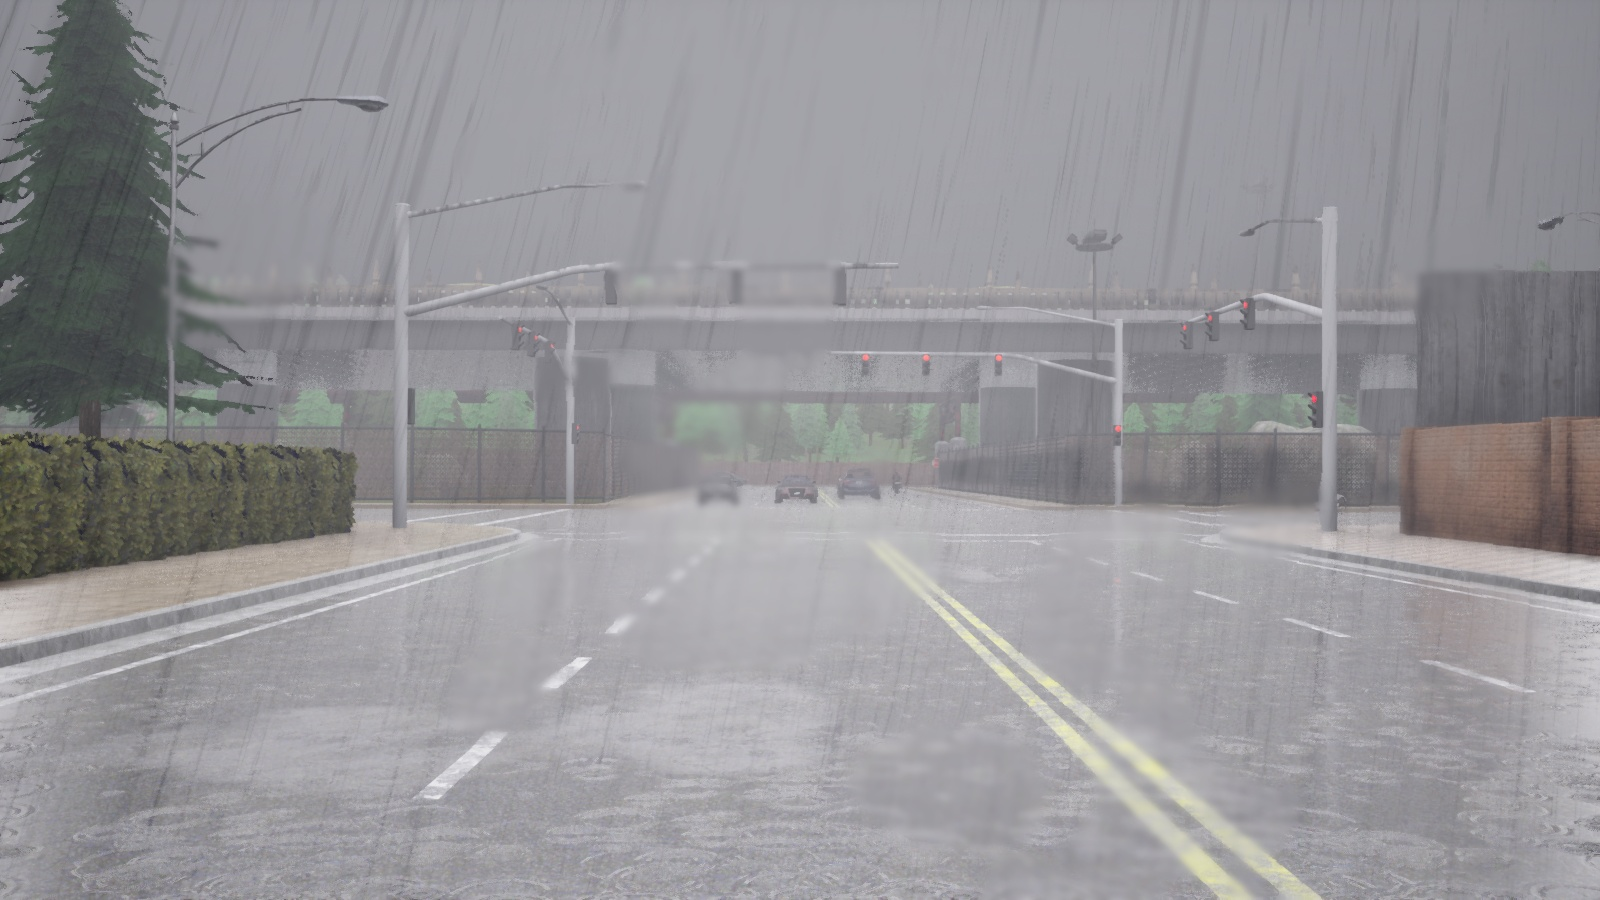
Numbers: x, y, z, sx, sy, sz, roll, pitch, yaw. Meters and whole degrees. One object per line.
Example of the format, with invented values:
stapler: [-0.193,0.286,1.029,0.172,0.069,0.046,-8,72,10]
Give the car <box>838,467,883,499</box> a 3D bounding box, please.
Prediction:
car: [3.326,1.812,69.625,2.242,1.667,4.611,0,-1,0]

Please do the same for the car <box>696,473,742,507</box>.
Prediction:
car: [-3.644,1.800,57.127,1.816,1.474,4.193,0,-1,0]

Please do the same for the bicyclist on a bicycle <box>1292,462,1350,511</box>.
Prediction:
bicyclist on a bicycle: [18.956,1.319,45.688,1.843,1.776,0.659,0,-1,0]

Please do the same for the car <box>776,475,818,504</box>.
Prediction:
car: [-0.158,1.907,61.344,1.994,1.385,4.181,0,-1,-1]
